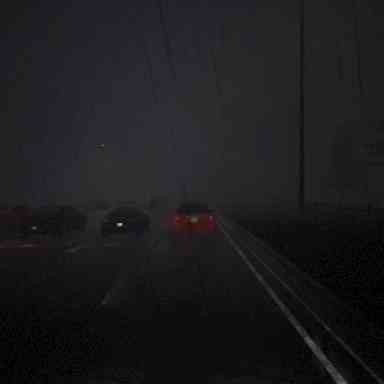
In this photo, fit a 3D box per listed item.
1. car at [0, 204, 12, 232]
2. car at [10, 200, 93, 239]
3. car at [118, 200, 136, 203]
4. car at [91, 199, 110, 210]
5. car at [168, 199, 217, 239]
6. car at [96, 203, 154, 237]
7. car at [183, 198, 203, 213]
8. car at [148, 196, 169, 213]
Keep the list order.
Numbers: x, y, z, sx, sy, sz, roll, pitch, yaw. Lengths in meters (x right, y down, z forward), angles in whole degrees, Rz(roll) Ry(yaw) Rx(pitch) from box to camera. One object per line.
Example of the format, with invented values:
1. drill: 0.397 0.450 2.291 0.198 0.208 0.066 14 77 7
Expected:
1. car: -10.397 1.400 19.208 1.882 1.535 5.008 0 0 0
2. car: -6.897 1.409 17.016 1.882 1.535 5.008 0 0 0
3. car: -6.907 1.458 35.518 1.895 1.301 4.718 0 0 0
4. car: -10.406 1.417 36.735 1.994 1.385 4.181 0 0 0
5. car: 0.102 1.282 17.112 2.097 1.767 4.553 0 0 0
6. car: -3.397 1.493 17.686 1.994 1.385 4.181 0 0 0
7. car: 0.090 1.423 35.333 1.994 1.385 4.181 0 0 0
8. car: -3.411 1.213 34.624 2.097 1.767 4.553 0 0 0
